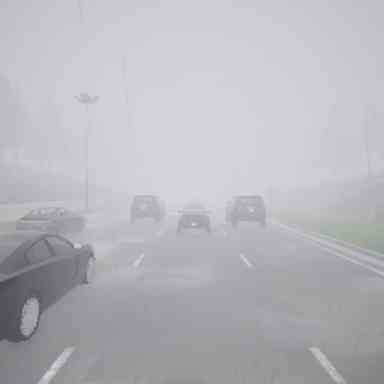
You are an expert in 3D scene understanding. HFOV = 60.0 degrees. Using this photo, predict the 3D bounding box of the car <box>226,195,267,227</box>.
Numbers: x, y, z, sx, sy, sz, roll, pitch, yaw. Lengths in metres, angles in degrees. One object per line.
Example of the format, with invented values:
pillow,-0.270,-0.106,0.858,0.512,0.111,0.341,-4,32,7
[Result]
car,3.616,1.221,22.999,2.150,2.045,5.566,0,0,0

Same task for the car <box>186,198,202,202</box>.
car,0.216,1.523,41.769,1.812,1.442,4.674,0,0,1

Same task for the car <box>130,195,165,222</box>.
car,-3.382,1.219,26.054,2.150,2.045,5.566,0,0,0

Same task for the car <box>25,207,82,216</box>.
car,-6.888,1.489,16.720,2.128,1.511,4.902,0,0,0

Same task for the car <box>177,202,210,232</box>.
car,0.107,1.525,19.883,1.812,1.442,4.674,0,0,0

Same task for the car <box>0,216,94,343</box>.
car,-3.389,1.477,6.474,1.882,1.535,5.008,0,0,0
